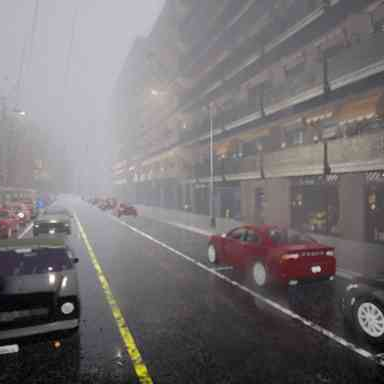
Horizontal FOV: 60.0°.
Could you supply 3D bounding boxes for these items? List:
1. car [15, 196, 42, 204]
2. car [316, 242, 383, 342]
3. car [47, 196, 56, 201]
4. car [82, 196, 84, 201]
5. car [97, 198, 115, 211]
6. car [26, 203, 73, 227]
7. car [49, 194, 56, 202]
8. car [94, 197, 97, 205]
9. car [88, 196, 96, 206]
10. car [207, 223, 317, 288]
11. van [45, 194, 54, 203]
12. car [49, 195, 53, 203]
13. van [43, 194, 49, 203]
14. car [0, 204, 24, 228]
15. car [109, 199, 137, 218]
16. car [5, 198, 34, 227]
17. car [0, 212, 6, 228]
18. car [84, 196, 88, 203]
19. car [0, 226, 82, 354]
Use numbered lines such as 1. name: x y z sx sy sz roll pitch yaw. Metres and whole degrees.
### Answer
1. car: -13.949 1.328 27.352 2.192 1.841 5.009 0 0 -21
2. car: 3.906 1.548 4.032 2.008 1.369 4.403 0 0 -21
3. car: -36.002 1.664 85.227 1.887 1.381 4.507 0 0 -21
4. car: -24.221 1.615 77.847 1.752 1.417 4.829 0 0 -21
5. car: -10.128 1.464 40.860 1.967 1.590 4.097 0 0 -21
6. car: -7.755 1.547 18.653 2.033 1.411 5.357 0 0 -21
7. car: -27.982 1.384 64.182 2.192 1.841 5.009 0 0 -21
8. car: -12.132 1.613 46.121 1.802 1.307 4.206 0 0 -21
9. car: -16.142 1.612 56.644 1.947 1.339 4.313 0 0 -21
10. car: 1.902 1.541 9.294 1.887 1.381 4.507 0 0 -21
11. van: -31.992 1.434 74.704 1.690 1.788 3.998 0 0 -21
12. car: -23.973 1.616 53.660 1.947 1.339 4.313 0 0 -21
13. van: -19.964 1.375 43.137 1.690 1.788 3.998 0 0 -21
14. car: -9.939 1.545 16.831 1.887 1.381 4.507 0 0 -21
15. car: -6.117 1.591 30.336 1.802 1.307 4.206 0 0 -21
16. car: -11.943 1.446 22.091 1.967 1.590 4.097 0 0 -21
17. car: -7.935 1.581 11.572 1.802 1.307 4.206 0 0 -21
18. car: -20.152 1.506 67.166 1.967 1.590 4.097 0 0 -21
19. car: -3.068 1.600 6.080 1.895 1.301 4.718 0 0 -21
